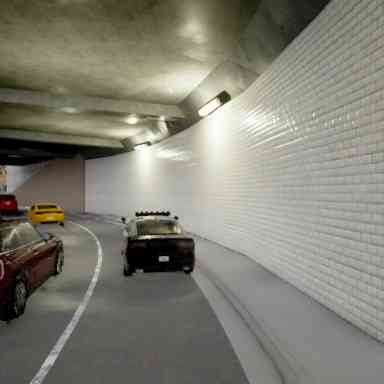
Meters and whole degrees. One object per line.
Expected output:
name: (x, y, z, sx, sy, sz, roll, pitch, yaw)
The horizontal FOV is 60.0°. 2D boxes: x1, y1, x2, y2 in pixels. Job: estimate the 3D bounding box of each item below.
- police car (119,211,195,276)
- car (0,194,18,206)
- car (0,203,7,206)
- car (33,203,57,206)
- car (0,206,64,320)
police car: (-1.274, 1.432, 10.651, 1.930, 1.638, 5.238, 0, 0, -13)
car: (-20.453, 1.269, 35.678, 2.150, 2.045, 5.566, 0, 0, -42)
car: (-12.945, 1.590, 20.775, 1.994, 1.385, 4.181, 0, 0, -31)
car: (-10.187, 1.503, 22.933, 1.882, 1.535, 5.008, 0, 0, -31)
car: (-4.341, 1.360, 7.355, 2.097, 1.767, 4.553, 0, 0, -9)
